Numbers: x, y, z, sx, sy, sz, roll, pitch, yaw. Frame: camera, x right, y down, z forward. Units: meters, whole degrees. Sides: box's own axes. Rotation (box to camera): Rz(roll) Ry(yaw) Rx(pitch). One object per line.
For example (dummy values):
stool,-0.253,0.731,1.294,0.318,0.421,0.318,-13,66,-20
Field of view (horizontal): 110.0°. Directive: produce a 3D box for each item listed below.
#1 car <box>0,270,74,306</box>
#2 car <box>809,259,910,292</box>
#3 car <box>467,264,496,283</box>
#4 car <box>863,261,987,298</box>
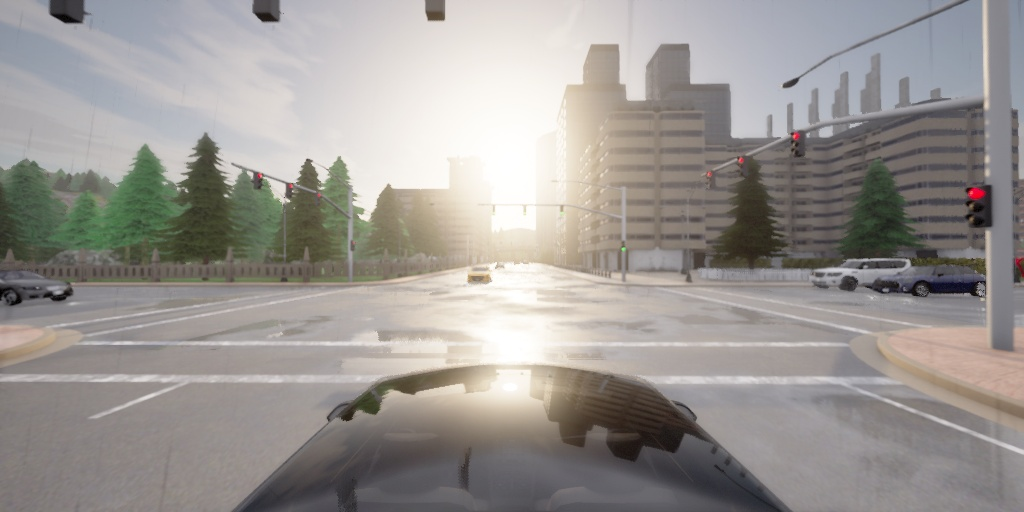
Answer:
car,-22.956,1.389,16.237,4.902,1.511,2.128,0,-1,1
car,22.421,1.187,22.986,5.566,2.045,2.150,0,-1,1
car,-2.771,1.580,31.546,1.882,1.535,5.008,0,0,1
car,22.551,1.283,19.473,4.553,1.767,2.097,0,-1,1
